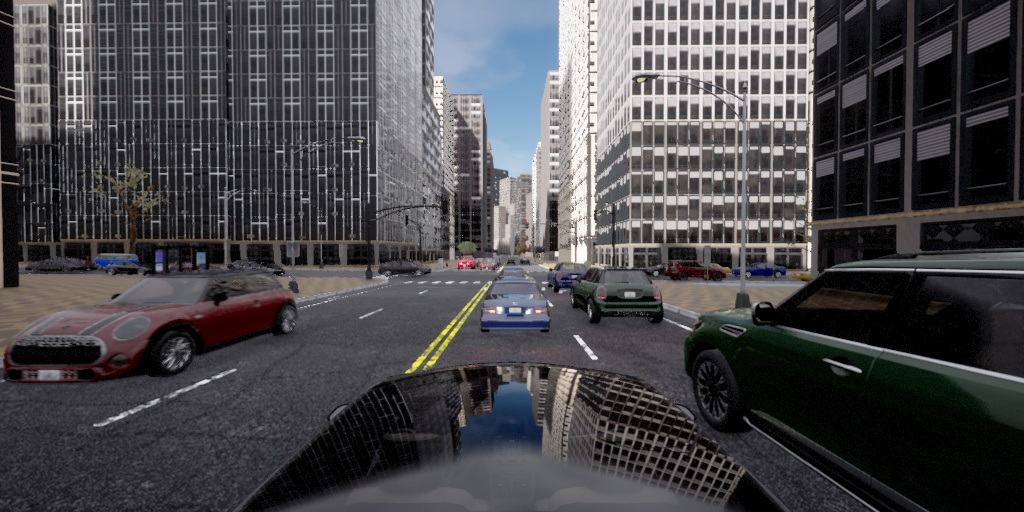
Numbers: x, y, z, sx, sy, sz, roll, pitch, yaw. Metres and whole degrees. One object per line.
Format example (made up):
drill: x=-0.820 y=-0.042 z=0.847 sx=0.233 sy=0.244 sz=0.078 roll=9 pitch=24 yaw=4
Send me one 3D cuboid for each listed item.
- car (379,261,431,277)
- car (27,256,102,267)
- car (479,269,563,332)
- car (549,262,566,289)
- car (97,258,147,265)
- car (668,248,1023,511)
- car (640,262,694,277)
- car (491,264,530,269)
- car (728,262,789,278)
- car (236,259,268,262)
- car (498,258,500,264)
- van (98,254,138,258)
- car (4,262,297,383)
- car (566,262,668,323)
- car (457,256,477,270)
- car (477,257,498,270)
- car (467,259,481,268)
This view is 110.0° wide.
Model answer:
car: x=-10.302 y=1.220 z=34.711 sx=4.892 sy=1.490 sz=1.837 roll=0 pitch=1 yaw=1
car: x=-44.322 y=0.954 z=35.336 sx=5.357 sy=1.411 sz=2.033 roll=1 pitch=1 yaw=1
car: x=0.080 y=1.304 z=10.795 sx=2.033 sy=1.411 sz=5.357 roll=0 pitch=0 yaw=0
car: x=3.303 y=1.114 z=21.106 sx=2.097 sy=1.767 sz=4.553 roll=0 pitch=0 yaw=0
car: x=-34.171 y=1.104 z=32.500 sx=4.313 sy=1.339 sz=1.948 roll=0 pitch=0 yaw=1
car: x=3.346 y=0.972 z=2.395 sx=2.150 sy=2.045 sz=5.566 roll=0 pitch=0 yaw=0
car: x=16.211 y=1.405 z=37.588 sx=4.892 sy=1.490 sz=1.837 roll=0 pitch=1 yaw=-1
car: x=0.054 y=1.325 z=20.038 sx=1.994 sy=1.385 sz=4.181 roll=0 pitch=0 yaw=0
car: x=25.689 y=1.461 z=37.425 sx=5.008 sy=1.535 sz=1.882 roll=1 pitch=1 yaw=1
car: x=-22.805 y=1.208 z=32.221 sx=4.313 sy=1.339 sz=1.948 roll=0 pitch=0 yaw=1
car: x=-3.472 y=1.297 z=60.077 sx=1.812 sy=1.442 sz=4.674 roll=0 pitch=0 yaw=0
van: x=-45.383 y=0.650 z=41.134 sx=3.998 sy=1.789 sz=1.690 roll=0 pitch=0 yaw=1
car: x=-6.612 y=1.106 z=7.365 sx=2.097 sy=1.767 sz=4.553 roll=0 pitch=0 yaw=0
car: x=3.325 y=1.109 z=12.241 sx=2.097 sy=1.767 sz=4.553 roll=0 pitch=0 yaw=0
car: x=-6.714 y=0.993 z=53.377 sx=2.150 sy=2.045 sz=5.566 roll=0 pitch=0 yaw=0
car: x=-3.434 y=1.124 z=51.232 sx=2.097 sy=1.767 sz=4.553 roll=0 pitch=0 yaw=-1
car: x=-6.710 y=1.249 z=63.722 sx=1.882 sy=1.535 sz=5.008 roll=0 pitch=0 yaw=1
